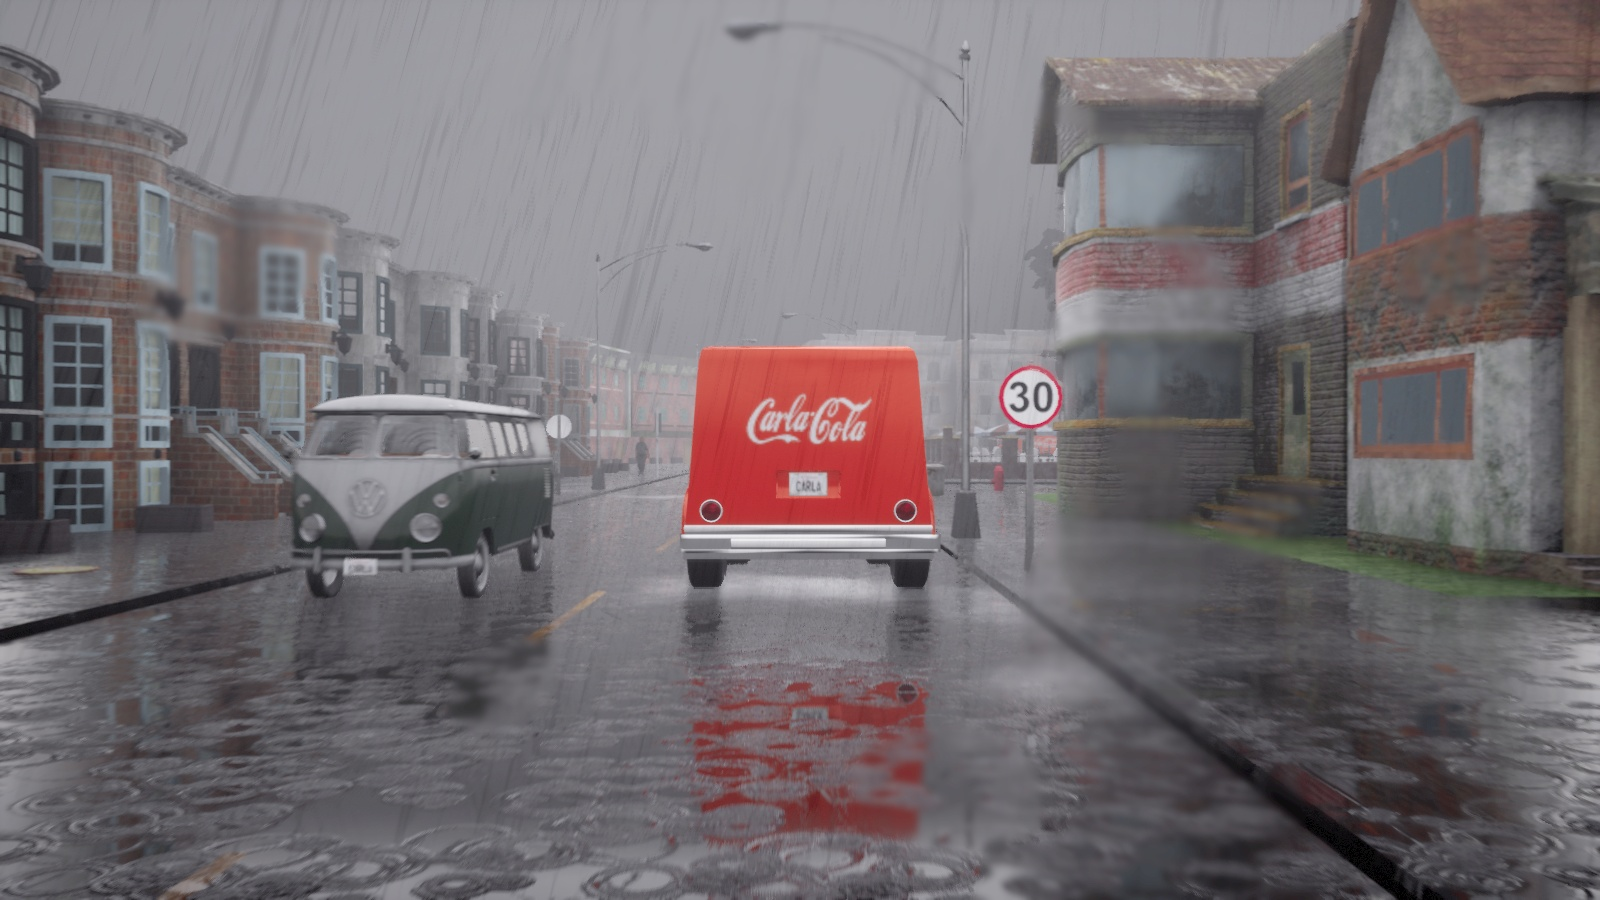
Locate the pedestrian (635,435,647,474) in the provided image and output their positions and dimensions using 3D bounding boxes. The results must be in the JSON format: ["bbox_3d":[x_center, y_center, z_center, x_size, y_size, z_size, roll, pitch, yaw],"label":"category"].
[{"bbox_3d":[-7.521,0.209,59.472,0.540,1.848,0.694,0,0,-6],"label":"pedestrian"}]

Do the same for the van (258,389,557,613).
[{"bbox_3d":[-3.911,0.444,13.371,1.775,1.987,4.442,0,0,0],"label":"van"}]

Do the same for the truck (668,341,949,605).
[{"bbox_3d":[0.094,0.204,14.333,2.627,2.467,5.204,0,0,0],"label":"truck"}]

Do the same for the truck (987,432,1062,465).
[{"bbox_3d":[16.997,-0.100,95.161,5.204,2.467,2.627,0,0,0],"label":"truck"}]
